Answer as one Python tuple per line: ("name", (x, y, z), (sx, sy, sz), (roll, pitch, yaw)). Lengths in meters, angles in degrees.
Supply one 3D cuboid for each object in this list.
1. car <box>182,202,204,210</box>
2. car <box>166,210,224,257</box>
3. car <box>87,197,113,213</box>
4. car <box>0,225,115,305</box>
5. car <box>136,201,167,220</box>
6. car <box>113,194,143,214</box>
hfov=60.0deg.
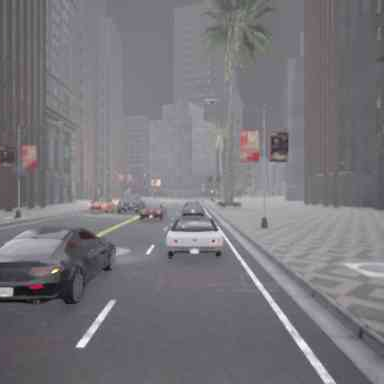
("car", (0.092, 1.574, 30.043), (1.994, 1.385, 4.181), (0, 0, 0))
("car", (0.092, 1.603, 12.843), (1.895, 1.301, 4.718), (0, 0, 0))
("car", (-9.845, 1.368, 36.294), (2.097, 1.767, 4.553), (0, 0, 0))
("car", (-3.178, 1.526, 7.954), (1.812, 1.442, 4.674), (0, 0, 0))
("car", (-3.159, 1.610, 27.968), (1.895, 1.301, 4.718), (0, 0, 0))
("car", (-6.599, 1.239, 36.107), (2.150, 2.045, 5.566), (0, 0, 0))
